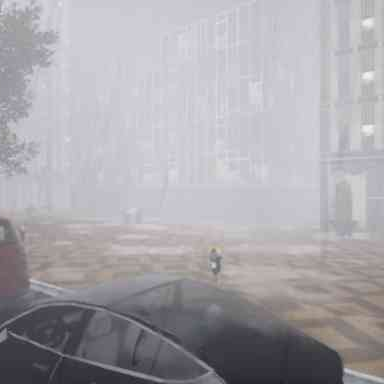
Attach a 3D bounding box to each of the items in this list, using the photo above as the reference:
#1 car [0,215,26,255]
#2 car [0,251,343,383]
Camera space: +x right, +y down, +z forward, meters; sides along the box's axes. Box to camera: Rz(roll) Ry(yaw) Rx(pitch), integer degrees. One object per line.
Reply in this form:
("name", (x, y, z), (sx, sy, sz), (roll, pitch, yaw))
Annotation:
("car", (-5.241, 1.317, 6.610), (5.009, 1.841, 2.192), (0, 0, 35))
("car", (-0.742, 1.566, 3.406), (4.313, 1.339, 1.947), (0, 0, 35))
